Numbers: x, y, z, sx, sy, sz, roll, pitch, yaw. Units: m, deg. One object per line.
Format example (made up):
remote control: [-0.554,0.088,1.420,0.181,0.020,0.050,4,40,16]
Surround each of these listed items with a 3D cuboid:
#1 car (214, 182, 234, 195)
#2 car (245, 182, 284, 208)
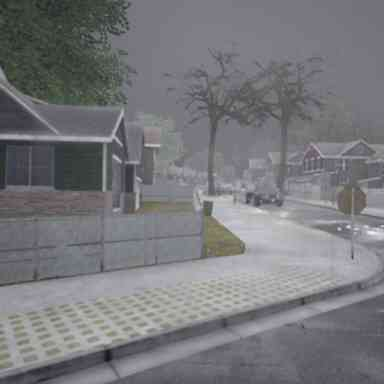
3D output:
car: [4.596,-0.359,47.330,1.812,1.442,4.674,1,3,-5]
car: [6.210,0.187,29.229,2.150,2.045,5.566,1,3,-5]
